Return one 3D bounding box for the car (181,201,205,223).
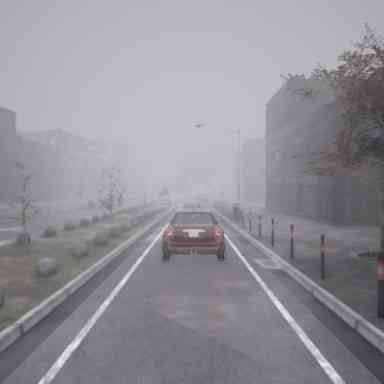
[{"bbox_3d":[0.067,1.621,28.271,1.837,1.490,4.892,0,0,0],"label":"car"}]

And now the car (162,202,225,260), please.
[{"bbox_3d":[0.067,1.404,12.811,2.097,1.767,4.553,0,0,0],"label":"car"}]
